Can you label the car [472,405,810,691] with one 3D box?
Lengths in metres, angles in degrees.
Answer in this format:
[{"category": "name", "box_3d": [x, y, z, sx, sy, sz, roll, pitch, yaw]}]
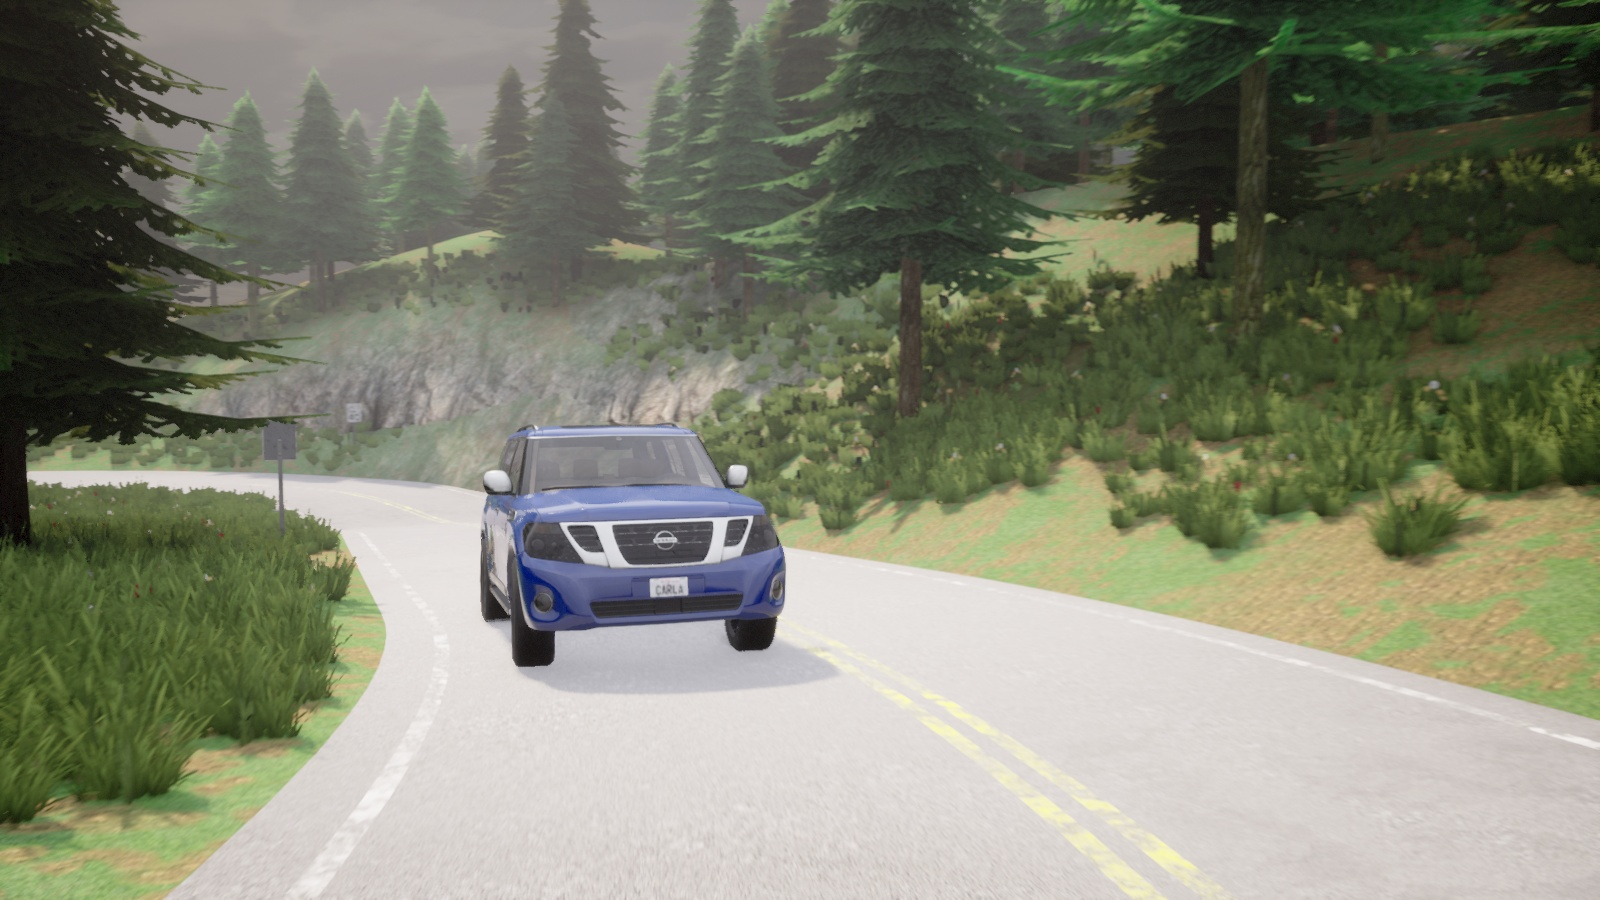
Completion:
[{"category": "car", "box_3d": [-1.844, 0.758, 12.101, 2.150, 2.045, 5.566, -2, -1, -18]}]
